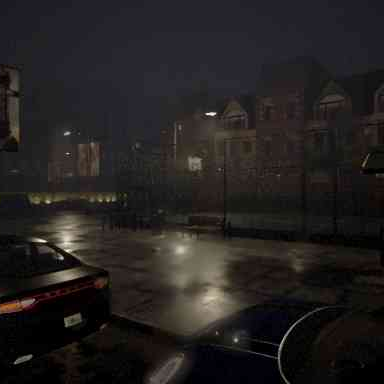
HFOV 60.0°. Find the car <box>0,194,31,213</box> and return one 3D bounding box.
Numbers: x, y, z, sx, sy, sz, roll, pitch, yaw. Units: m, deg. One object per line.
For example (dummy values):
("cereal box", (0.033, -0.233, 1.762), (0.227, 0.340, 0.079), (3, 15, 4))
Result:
("car", (-20.055, 1.223, 35.339), (2.150, 2.045, 5.566), (0, 0, 35))

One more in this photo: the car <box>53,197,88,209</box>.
("car", (-16.782, 1.491, 46.078), (2.128, 1.511, 4.902), (0, 0, 35))

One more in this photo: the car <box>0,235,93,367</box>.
("car", (-3.532, 1.480, 5.656), (5.008, 1.535, 2.097), (0, 0, 35))

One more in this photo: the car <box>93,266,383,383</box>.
("car", (1.777, 1.354, 2.036), (4.553, 1.767, 2.185), (0, 0, 35))

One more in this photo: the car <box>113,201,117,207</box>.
("car", (-9.701, 1.504, 50.054), (1.837, 1.490, 4.892), (0, 0, 35))
